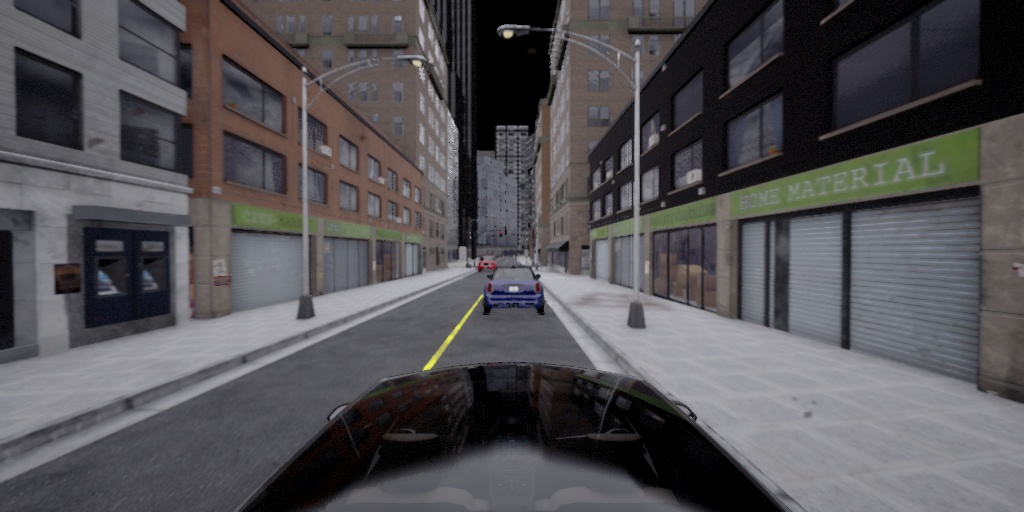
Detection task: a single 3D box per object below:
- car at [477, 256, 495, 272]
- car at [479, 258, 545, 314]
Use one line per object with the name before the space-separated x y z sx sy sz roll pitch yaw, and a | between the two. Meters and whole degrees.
car | -3.059 0.954 44.878 2.150 2.045 5.566 0 0 1
car | 0.072 1.097 13.848 2.097 1.767 4.553 0 0 0
